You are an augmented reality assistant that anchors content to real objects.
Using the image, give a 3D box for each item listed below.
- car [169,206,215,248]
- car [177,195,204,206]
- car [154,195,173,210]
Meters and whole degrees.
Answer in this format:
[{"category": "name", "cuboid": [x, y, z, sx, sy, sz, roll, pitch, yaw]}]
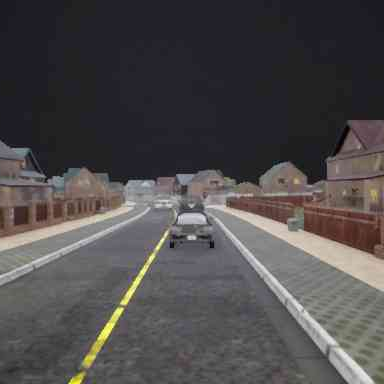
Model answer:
[{"category": "car", "cuboid": [0.001, 1.537, 14.653, 1.812, 1.442, 4.674, 0, 0, 0]}, {"category": "car", "cuboid": [-0.092, 1.284, 29.725, 2.150, 2.045, 5.566, 0, 0, -2]}, {"category": "car", "cuboid": [-3.828, 1.394, 44.449, 2.150, 2.045, 5.566, 0, 0, -6]}]
